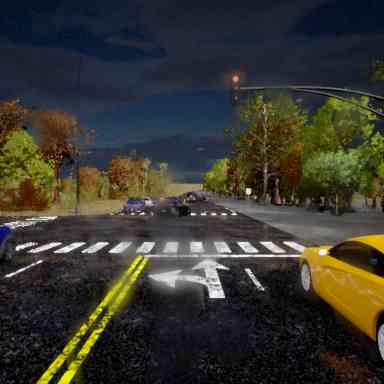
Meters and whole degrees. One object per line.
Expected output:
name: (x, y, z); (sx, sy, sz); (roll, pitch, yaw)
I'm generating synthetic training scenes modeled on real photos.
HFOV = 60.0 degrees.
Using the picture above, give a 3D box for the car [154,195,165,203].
car: (-6.700, 1.484, 69.139); (1.882, 1.535, 5.008); (0, 0, 0)

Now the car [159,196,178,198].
car: (-3.487, 1.507, 49.191); (1.837, 1.490, 4.892); (0, 0, 0)

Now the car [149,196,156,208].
car: (-6.746, 1.528, 48.256); (1.812, 1.442, 4.674); (0, 0, 0)

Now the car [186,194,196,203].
car: (-0.173, 1.606, 70.796); (1.895, 1.301, 4.718); (0, 0, 0)

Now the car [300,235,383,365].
car: (3.346, 1.444, 5.477); (1.882, 1.535, 5.008); (0, 1, 0)

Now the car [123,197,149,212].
car: (-6.712, 1.353, 39.271); (2.097, 1.767, 4.553); (0, 0, 0)

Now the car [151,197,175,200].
car: (-3.465, 1.602, 40.116); (1.895, 1.301, 4.718); (0, 0, 0)

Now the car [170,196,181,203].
car: (-3.449, 1.544, 69.647); (2.033, 1.411, 5.357); (0, 0, 0)

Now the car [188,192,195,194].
car: (-0.231, 1.110, 80.899); (2.150, 2.045, 5.566); (0, 0, 0)

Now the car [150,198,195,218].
car: (-1.657, 1.563, 29.968); (1.994, 1.385, 4.181); (0, 0, 22)

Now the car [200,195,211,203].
car: (3.068, 1.503, 71.556); (2.128, 1.511, 4.902); (0, 0, 0)

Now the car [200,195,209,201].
car: (3.016, 1.457, 81.711); (2.033, 1.411, 5.357); (0, 0, 0)

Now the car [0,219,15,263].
car: (-6.683, 1.350, 8.852); (2.097, 1.767, 4.553); (0, 0, -4)
